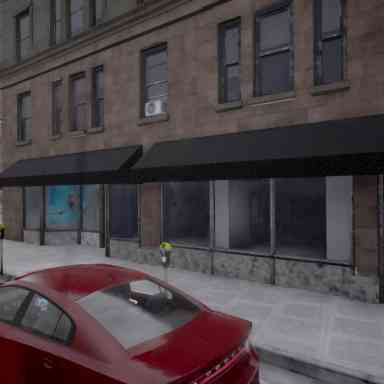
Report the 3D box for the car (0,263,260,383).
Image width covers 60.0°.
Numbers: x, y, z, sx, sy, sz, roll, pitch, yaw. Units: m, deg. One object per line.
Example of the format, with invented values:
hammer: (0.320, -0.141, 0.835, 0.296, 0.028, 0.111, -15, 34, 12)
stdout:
car: (-1.461, 1.545, 3.908, 4.507, 1.381, 1.887, 0, 0, 36)
